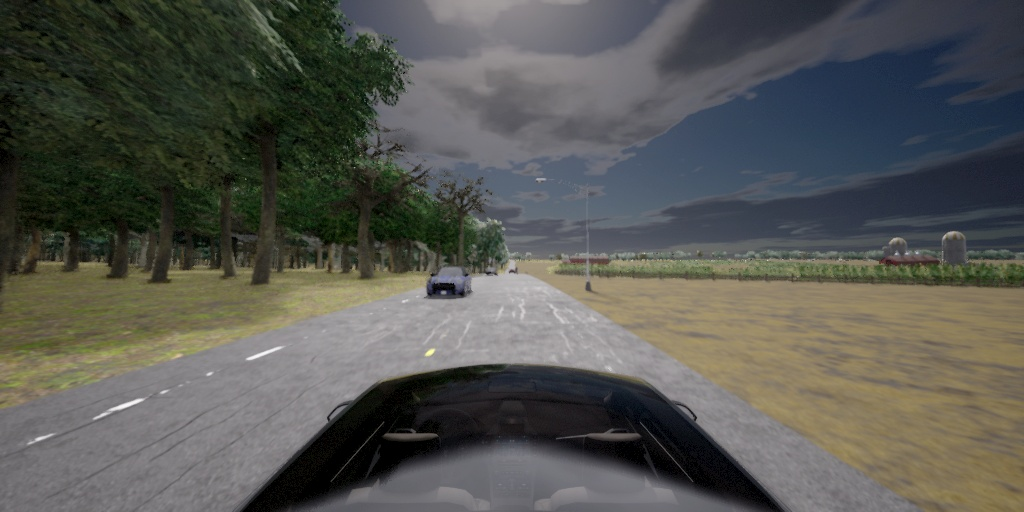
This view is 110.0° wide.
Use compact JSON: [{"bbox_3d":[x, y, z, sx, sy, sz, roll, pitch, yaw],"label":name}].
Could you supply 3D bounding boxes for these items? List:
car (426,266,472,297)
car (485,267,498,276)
[{"bbox_3d":[-3.596,1.382,21.142,2.097,1.767,4.553,0,-1,0],"label":"car"},{"bbox_3d":[-3.526,2.684,62.438,1.837,1.490,4.892,0,-2,1],"label":"car"}]
